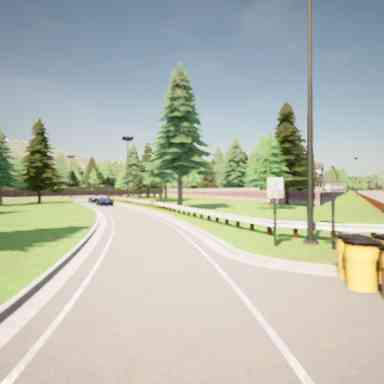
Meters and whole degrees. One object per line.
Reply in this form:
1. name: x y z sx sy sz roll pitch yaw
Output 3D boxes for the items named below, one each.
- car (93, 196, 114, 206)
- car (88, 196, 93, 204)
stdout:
1. car: -12.625 1.314 48.222 1.994 1.385 4.181 0 0 -24
2. car: -16.713 1.312 57.321 1.895 1.301 4.718 0 0 -24
